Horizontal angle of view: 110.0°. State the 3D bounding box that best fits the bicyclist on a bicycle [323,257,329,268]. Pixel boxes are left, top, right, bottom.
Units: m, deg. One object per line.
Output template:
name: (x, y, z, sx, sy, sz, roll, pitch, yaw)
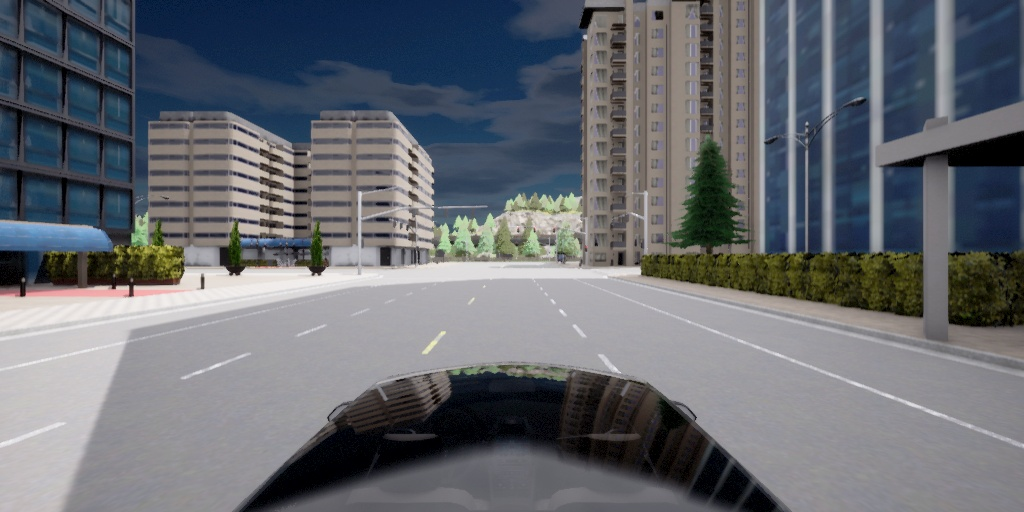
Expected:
bicyclist on a bicycle: (-28.634, 1.024, 55.239, 0.582, 1.620, 1.656, 0, 0, 1)
